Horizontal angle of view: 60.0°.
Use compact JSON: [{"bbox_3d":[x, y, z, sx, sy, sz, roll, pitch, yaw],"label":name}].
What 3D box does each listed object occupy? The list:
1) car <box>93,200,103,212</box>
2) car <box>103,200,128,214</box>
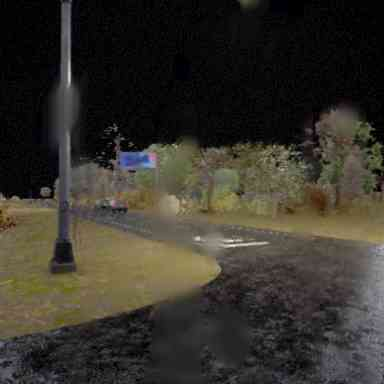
[{"bbox_3d":[-15.809,2.356,58.595,2.150,2.045,5.566,1,-1,-28],"label":"car"},{"bbox_3d":[-11.236,2.188,49.849,2.150,2.045,5.566,1,-1,-27],"label":"car"}]
